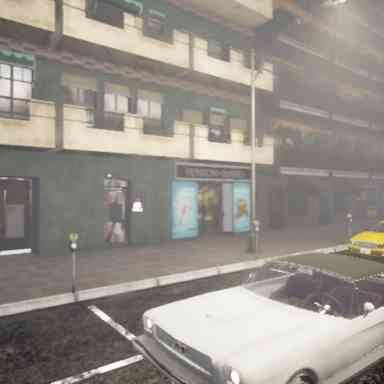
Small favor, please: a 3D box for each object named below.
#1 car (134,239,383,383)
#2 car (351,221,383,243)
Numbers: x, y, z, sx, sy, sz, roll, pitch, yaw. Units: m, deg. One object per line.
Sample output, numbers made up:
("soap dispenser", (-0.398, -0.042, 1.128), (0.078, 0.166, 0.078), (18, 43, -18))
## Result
("car", (1.647, 1.633, 4.612), (4.718, 1.301, 1.895), (0, -1, -37))
("car", (7.550, 1.601, 12.225), (4.829, 1.417, 1.752), (0, -1, -37))
